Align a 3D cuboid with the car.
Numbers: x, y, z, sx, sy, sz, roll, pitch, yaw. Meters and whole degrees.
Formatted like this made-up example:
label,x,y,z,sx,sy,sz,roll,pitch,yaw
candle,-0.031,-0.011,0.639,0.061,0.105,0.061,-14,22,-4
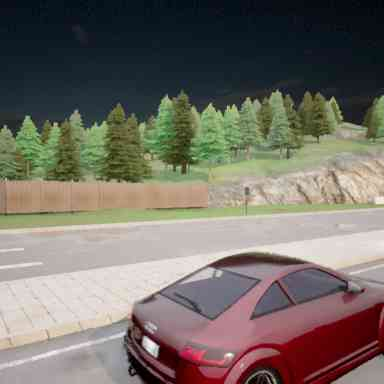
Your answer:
label,x,y,z,sx,sy,sz,roll,pitch,yaw
car,1.198,1.563,4.599,4.181,1.385,1.994,0,0,-35
